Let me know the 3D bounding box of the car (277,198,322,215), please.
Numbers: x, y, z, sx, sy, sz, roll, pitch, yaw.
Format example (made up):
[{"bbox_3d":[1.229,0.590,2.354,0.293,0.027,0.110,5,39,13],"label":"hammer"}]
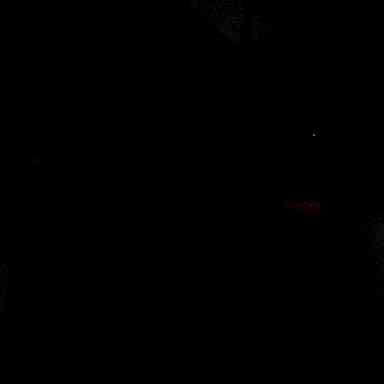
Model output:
[{"bbox_3d":[11.274,1.407,35.262,2.097,1.767,4.553,1,0,-36],"label":"car"}]
